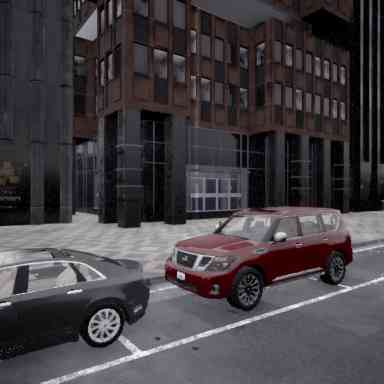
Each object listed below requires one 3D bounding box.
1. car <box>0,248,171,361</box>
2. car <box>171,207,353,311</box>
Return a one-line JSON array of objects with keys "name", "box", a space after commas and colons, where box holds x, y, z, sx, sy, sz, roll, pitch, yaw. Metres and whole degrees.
[{"name": "car", "box": [-2.737, 1.551, 4.695, 4.403, 1.369, 2.008, 0, 0, -35]}, {"name": "car", "box": [1.831, 1.315, 7.951, 5.009, 1.841, 2.192, 0, 0, -35]}]
